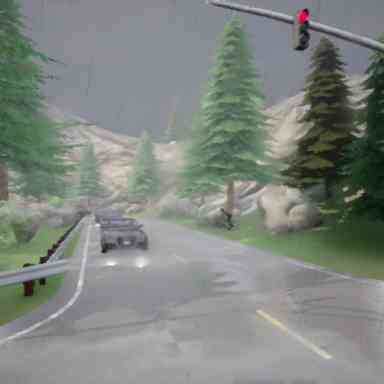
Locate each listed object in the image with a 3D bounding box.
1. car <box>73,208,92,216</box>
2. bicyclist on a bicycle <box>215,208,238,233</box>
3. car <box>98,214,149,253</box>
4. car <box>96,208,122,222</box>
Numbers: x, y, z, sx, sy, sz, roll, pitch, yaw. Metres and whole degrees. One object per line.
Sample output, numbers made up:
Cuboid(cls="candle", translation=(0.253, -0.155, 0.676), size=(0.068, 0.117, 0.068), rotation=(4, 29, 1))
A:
Cuboid(cls="car", translation=(-16.995, 2.936, 48.345), size=(4.718, 1.301, 1.895), rotation=(-2, -1, 24))
Cuboid(cls="bicyclist on a bicycle", translation=(2.233, 1.847, 22.036), size=(1.656, 1.620, 0.582), rotation=(-7, -2, -17))
Cuboid(cls="car", translation=(-3.271, 1.969, 15.741), size=(1.994, 1.385, 4.181), rotation=(-1, -1, -16))
Cuboid(cls="car", translation=(-5.896, 2.193, 24.893), size=(2.033, 1.411, 5.357), rotation=(-1, -1, -16))
